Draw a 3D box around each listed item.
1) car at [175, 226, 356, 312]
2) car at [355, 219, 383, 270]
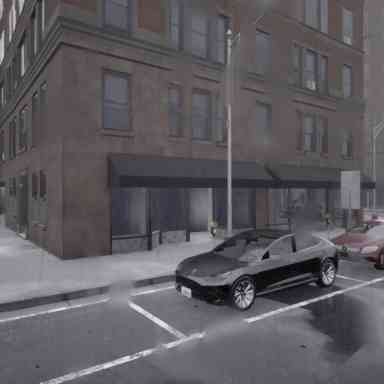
[{"bbox_3d":[1.661,1.566,7.720,4.313,1.339,1.947,0,0,-36],"label":"car"},{"bbox_3d":[6.139,1.582,10.915,4.206,1.307,1.802,0,0,-36],"label":"car"}]
